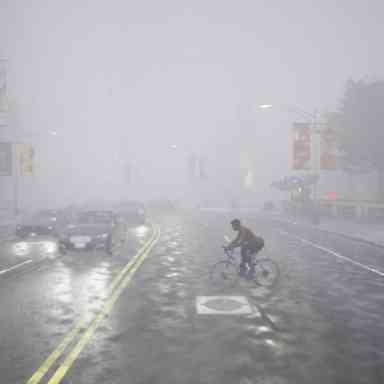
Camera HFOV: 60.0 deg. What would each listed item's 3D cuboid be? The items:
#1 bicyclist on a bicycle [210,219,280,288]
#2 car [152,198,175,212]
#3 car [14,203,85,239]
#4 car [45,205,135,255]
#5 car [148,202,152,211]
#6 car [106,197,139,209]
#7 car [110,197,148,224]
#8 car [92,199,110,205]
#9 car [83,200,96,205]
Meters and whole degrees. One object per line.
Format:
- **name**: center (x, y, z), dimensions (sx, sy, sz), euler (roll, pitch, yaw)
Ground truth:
- **bicyclist on a bicycle**: center (1.214, 1.455, 7.760), dimensions (1.656, 1.620, 0.582), euler (-2, 0, -1)
- **car**: center (-3.717, 1.505, 38.959), dimensions (1.837, 1.490, 4.892), euler (0, 0, -31)
- **car**: center (-7.497, 1.548, 17.780), dimensions (2.033, 1.411, 5.357), euler (0, 0, -6)
- **car**: center (-3.789, 1.493, 13.384), dimensions (2.128, 1.511, 4.902), euler (0, 0, -3)
- **car**: center (-6.616, 1.526, 37.191), dimensions (1.812, 1.442, 4.674), euler (0, 0, -32)
- **car**: center (-9.807, 1.491, 46.661), dimensions (2.128, 1.511, 4.902), euler (0, 0, -45)
- **car**: center (-4.701, 1.352, 24.432), dimensions (2.097, 1.767, 4.553), euler (0, 0, -14)
- **car**: center (-12.773, 1.601, 44.732), dimensions (4.718, 1.301, 1.895), euler (0, 0, 44)
- **car**: center (-8.087, 1.471, 23.548), dimensions (1.994, 1.385, 4.181), euler (0, 0, -14)
